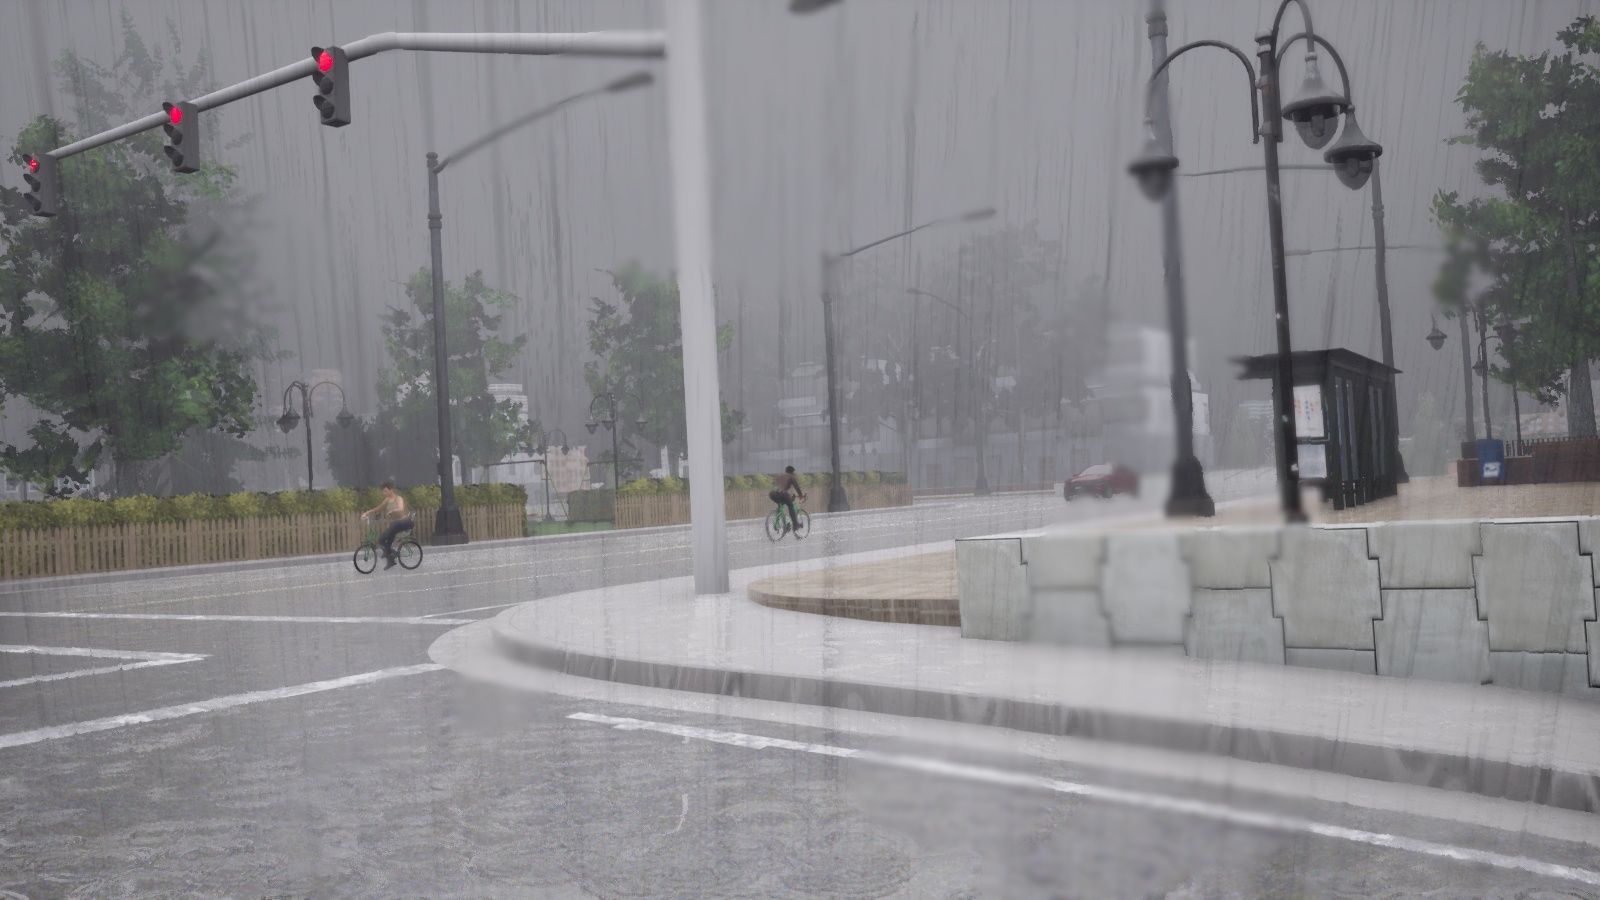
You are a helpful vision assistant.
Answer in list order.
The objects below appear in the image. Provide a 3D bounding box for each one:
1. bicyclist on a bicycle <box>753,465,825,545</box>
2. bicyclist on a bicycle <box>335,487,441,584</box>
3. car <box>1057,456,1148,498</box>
[{"bbox_3d":[-0.222,1.168,27.093,0.582,1.620,1.656,-5,-3,34],"label":"bicyclist on a bicycle"},{"bbox_3d":[-7.434,1.536,22.723,0.866,1.612,1.509,-5,-2,35],"label":"bicyclist on a bicycle"},{"bbox_3d":[12.541,1.090,51.916,1.882,1.535,5.008,-6,-3,34],"label":"car"}]
